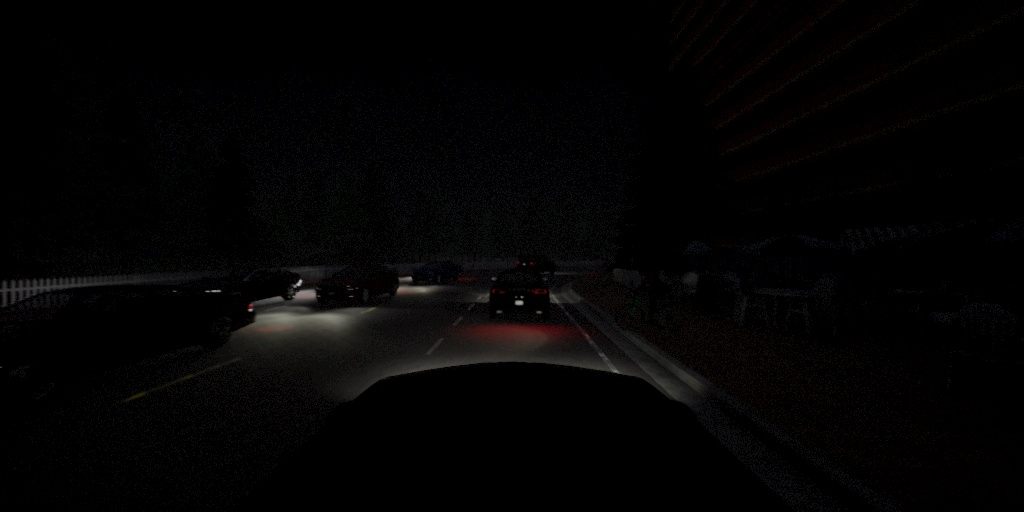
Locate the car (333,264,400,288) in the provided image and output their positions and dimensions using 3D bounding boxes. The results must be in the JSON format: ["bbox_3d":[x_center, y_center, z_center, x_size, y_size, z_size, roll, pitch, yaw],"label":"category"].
[{"bbox_3d":[-9.427,1.217,23.729,1.895,1.301,4.718,0,0,10],"label":"car"}]

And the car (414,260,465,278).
[{"bbox_3d":[-6.603,1.150,33.578,2.033,1.411,5.357,0,0,22],"label":"car"}]

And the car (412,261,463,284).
[{"bbox_3d":[-5.378,1.113,25.934,1.882,1.535,5.008,0,0,15],"label":"car"}]

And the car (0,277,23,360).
[{"bbox_3d":[-10.549,1.163,4.476,2.128,1.511,4.902,0,0,2],"label":"car"}]

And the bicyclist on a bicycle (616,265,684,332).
[{"bbox_3d":[3.357,1.050,8.735,1.656,1.620,0.582,0,0,1],"label":"bicyclist on a bicycle"}]

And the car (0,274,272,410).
[{"bbox_3d":[-7.051,1.236,6.256,2.033,1.411,5.357,0,0,0],"label":"car"}]

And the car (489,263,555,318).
[{"bbox_3d":[0.255,1.193,12.842,1.882,1.535,5.008,0,0,1],"label":"car"}]

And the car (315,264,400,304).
[{"bbox_3d":[-6.664,1.137,16.012,1.882,1.535,5.008,0,0,3],"label":"car"}]

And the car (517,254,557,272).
[{"bbox_3d":[2.529,0.873,35.997,2.150,2.045,5.566,0,0,31],"label":"car"}]

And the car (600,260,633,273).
[{"bbox_3d":[12.347,1.178,42.344,5.008,1.535,1.882,0,0,-43],"label":"car"}]

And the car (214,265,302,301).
[{"bbox_3d":[-10.261,1.134,13.813,2.128,1.511,4.902,0,0,3],"label":"car"}]
